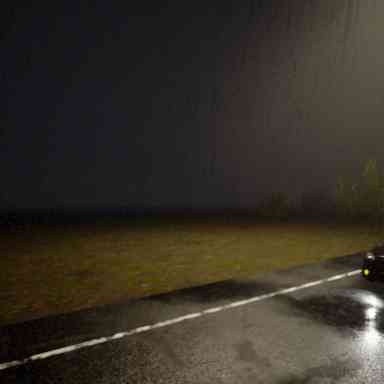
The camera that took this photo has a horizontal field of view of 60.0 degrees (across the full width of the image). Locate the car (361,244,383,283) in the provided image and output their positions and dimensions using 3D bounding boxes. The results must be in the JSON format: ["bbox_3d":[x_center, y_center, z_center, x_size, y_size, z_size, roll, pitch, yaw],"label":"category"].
[{"bbox_3d":[6.104,1.557,8.346,4.181,1.385,1.994,0,0,-36],"label":"car"}]
